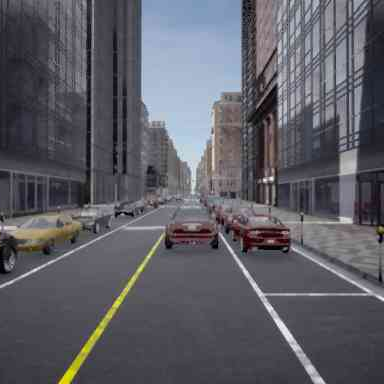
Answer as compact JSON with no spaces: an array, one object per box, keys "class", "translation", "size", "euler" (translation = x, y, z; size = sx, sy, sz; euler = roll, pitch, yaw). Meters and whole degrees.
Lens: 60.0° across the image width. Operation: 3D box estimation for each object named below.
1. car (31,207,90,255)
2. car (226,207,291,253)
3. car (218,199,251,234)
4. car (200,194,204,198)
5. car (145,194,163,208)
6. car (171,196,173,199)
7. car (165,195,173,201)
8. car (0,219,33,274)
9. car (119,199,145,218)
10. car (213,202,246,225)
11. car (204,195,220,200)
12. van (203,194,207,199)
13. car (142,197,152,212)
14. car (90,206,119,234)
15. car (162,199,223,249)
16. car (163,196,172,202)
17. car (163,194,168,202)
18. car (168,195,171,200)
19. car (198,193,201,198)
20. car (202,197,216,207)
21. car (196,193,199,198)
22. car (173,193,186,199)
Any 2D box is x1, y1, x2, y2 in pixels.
[{"class":"car","translation":[-5.849,1.525,13.346],"size":[1.752,1.417,4.829],"euler":[1,0,0]},{"class":"car","translation":[2.676,1.545,13.509],"size":[1.887,1.381,4.507],"euler":[1,0,0]},{"class":"car","translation":[2.677,1.442,19.134],"size":[1.967,1.590,4.097],"euler":[1,0,0]},{"class":"car","translation":[2.678,1.328,47.255],"size":[2.192,1.841,5.009],"euler":[1,0,0]},{"class":"car","translation":[-5.848,1.328,47.263],"size":[2.192,1.841,5.009],"euler":[1,0,0]},{"class":"car","translation":[-5.850,1.558,75.216],"size":[1.752,1.417,4.829],"euler":[1,0,0]},{"class":"car","translation":[-5.850,1.567,86.465],"size":[1.752,1.417,4.829],"euler":[1,0,0]},{"class":"car","translation":[-5.850,1.564,7.891],"size":[1.947,1.339,4.313],"euler":[1,0,0]},{"class":"car","translation":[-5.850,1.571,30.389],"size":[1.947,1.339,4.313],"euler":[1,0,0]},{"class":"car","translation":[2.676,1.548,24.758],"size":[1.887,1.381,4.507],"euler":[1,0,0]},{"class":"car","translation":[2.677,1.447,36.007],"size":[1.967,1.590,4.097],"euler":[1,0,0]},{"class":"van","translation":[2.678,1.351,41.631],"size":[1.690,1.788,3.998],"euler":[1,0,0]},{"class":"car","translation":[-5.850,1.552,36.014],"size":[1.887,1.381,4.507],"euler":[1,0,0]},{"class":"car","translation":[-5.850,1.552,19.140],"size":[2.008,1.369,4.403],"euler":[1,0,0]},{"class":"car","translation":[0.000,1.367,14.621],"size":[2.097,1.767,4.553],"euler":[0,0,0]},{"class":"car","translation":[-5.850,1.582,81.010],"size":[1.887,1.381,4.507],"euler":[1,0,0]},{"class":"car","translation":[-5.850,1.565,58.511],"size":[1.887,1.381,4.507],"euler":[1,0,0]},{"class":"car","translation":[-5.848,1.339,64.137],"size":[2.192,1.841,5.009],"euler":[1,0,0]},{"class":"car","translation":[2.677,1.465,64.128],"size":[1.967,1.590,4.097],"euler":[1,0,0]},{"class":"car","translation":[2.676,1.567,52.879],"size":[2.008,1.369,4.403],"euler":[1,0,0]},{"class":"car","translation":[2.678,1.348,75.377],"size":[2.192,1.841,5.009],"euler":[1,0,0]},{"class":"car","translation":[-3.000,1.517,76.719],"size":[2.033,1.411,5.357],"euler":[0,0,0]}]
